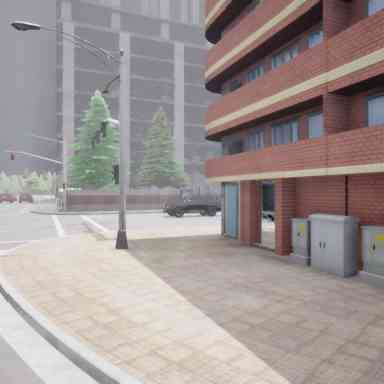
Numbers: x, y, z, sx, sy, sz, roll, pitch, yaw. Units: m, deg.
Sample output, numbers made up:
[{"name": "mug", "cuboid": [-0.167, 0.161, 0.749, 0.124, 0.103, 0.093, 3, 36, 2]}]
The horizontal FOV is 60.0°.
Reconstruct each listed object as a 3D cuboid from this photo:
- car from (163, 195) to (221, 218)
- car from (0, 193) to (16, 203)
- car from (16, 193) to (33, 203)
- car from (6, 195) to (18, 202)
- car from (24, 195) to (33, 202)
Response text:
[{"name": "car", "cuboid": [0.088, 1.277, 31.288, 5.566, 2.045, 2.150, 0, 0, -23]}, {"name": "car", "cuboid": [-38.107, 1.225, 68.331, 2.150, 2.045, 5.566, 0, 0, -23]}, {"name": "car", "cuboid": [-34.743, 1.225, 69.363, 2.150, 2.045, 5.566, 0, 0, -23]}, {"name": "car", "cuboid": [-42.276, 1.540, 78.114, 2.033, 1.411, 5.357, 0, 0, -23]}, {"name": "car", "cuboid": [-38.892, 1.524, 79.102, 1.812, 1.442, 4.674, 0, 0, -23]}]
